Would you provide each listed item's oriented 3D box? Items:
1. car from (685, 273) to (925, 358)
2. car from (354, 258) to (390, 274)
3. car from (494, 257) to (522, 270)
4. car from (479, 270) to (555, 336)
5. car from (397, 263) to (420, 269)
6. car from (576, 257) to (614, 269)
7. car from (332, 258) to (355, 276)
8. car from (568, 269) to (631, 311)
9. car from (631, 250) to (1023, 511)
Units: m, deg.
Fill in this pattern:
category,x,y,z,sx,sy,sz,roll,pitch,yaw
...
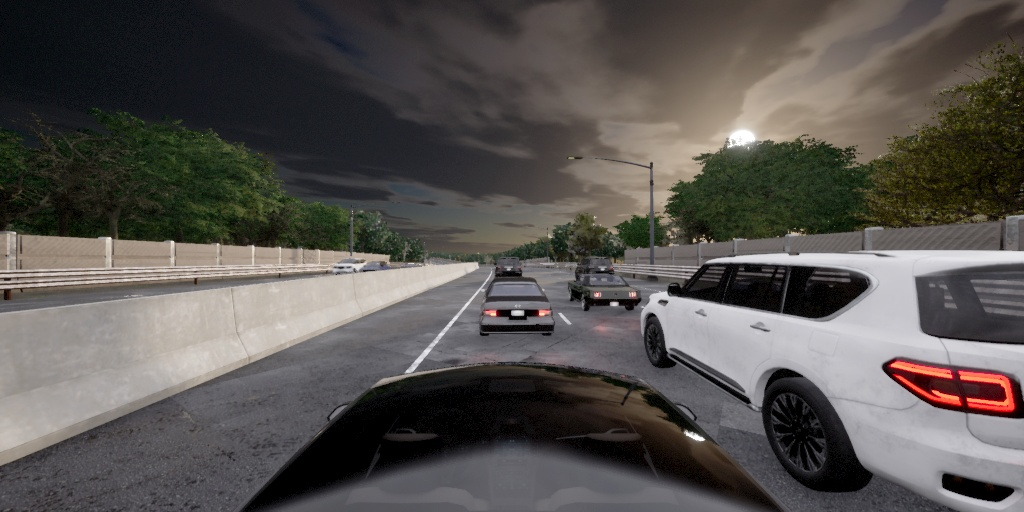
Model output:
category,x,y,z,sx,sy,sz,roll,pitch,yaw
car,7.051,1.300,9.722,2.033,1.411,5.357,0,0,-2
car,-14.802,1.351,38.710,2.097,1.767,4.553,0,-1,-2
car,-0.313,1.117,29.448,2.150,2.045,5.566,0,-1,-1
car,0.053,1.300,10.355,2.033,1.411,5.357,0,0,-2
car,-11.326,1.498,39.478,2.128,1.511,4.902,0,-1,-2
car,6.689,1.115,29.420,2.150,2.045,5.566,0,-1,-1
car,-18.385,1.247,41.056,2.150,2.045,5.566,0,-1,-2
car,3.484,1.365,14.502,1.895,1.301,4.718,0,0,-1
car,3.570,0.972,4.679,2.150,2.045,5.566,0,0,1
